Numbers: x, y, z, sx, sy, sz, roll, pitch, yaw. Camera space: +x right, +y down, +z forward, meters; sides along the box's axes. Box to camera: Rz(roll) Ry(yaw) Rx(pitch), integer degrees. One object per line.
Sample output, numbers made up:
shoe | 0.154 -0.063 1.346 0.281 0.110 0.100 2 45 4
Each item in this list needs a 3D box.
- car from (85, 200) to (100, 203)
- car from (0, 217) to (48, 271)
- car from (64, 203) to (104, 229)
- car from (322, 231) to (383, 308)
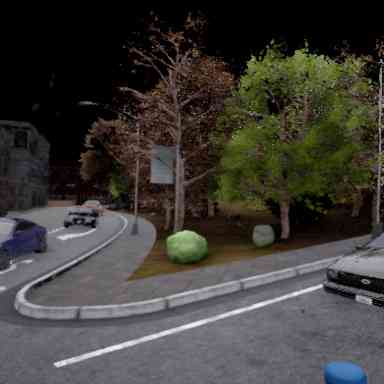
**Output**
car | -10.591 1.624 35.401 2.097 1.767 4.553 2 -1 -20
car | -6.662 1.654 11.664 1.812 1.442 4.674 2 0 -1
car | -7.582 1.746 23.304 1.994 1.385 4.181 2 -1 -10
car | 5.170 1.443 7.372 5.357 1.411 2.033 -1 1 -35
